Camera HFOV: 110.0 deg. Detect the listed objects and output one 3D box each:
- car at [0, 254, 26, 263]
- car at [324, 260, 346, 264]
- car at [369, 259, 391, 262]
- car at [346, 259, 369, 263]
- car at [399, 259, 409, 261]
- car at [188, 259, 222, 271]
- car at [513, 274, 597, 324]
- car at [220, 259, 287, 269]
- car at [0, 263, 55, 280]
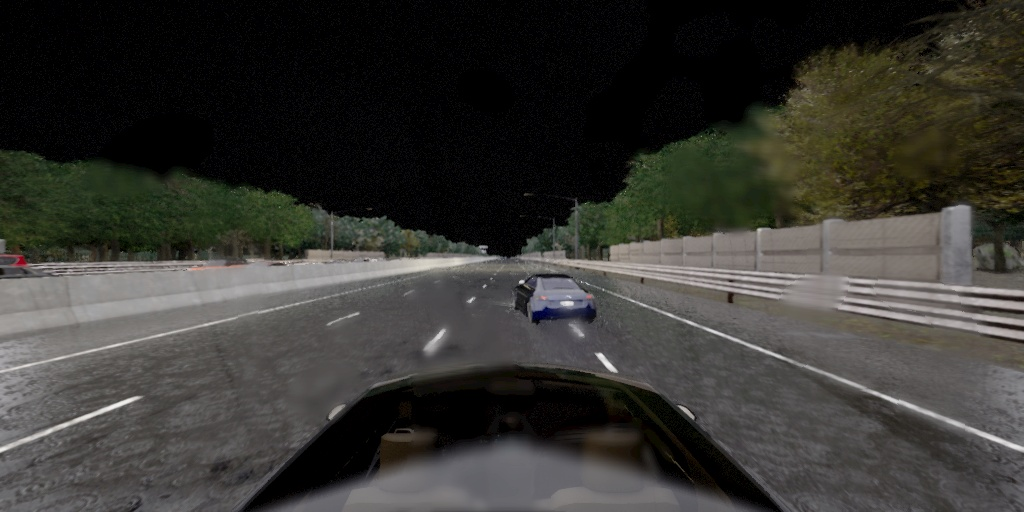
[{"bbox_3d":[-28.073,0.918,17.815,2.150,2.045,5.566,0,0,0],"label":"car"},{"bbox_3d":[-28.031,1.285,57.402,1.895,1.301,4.718,0,0,1],"label":"car"},{"bbox_3d":[-21.038,1.194,58.456,1.837,1.490,4.892,0,0,1],"label":"car"},{"bbox_3d":[-24.534,1.198,58.405,1.837,1.490,4.892,0,0,1],"label":"car"},{"bbox_3d":[-17.541,1.213,58.526,1.812,1.442,4.674,0,0,1],"label":"car"},{"bbox_3d":[-21.014,1.028,25.981,2.097,1.767,4.553,0,0,0],"label":"car"},{"bbox_3d":[1.239,1.274,11.872,1.994,1.385,4.181,0,0,-8],"label":"car"},{"bbox_3d":[-17.519,1.156,25.349,1.882,1.535,5.008,0,0,0],"label":"car"},{"bbox_3d":[-24.582,1.205,16.544,1.837,1.490,4.892,0,0,0],"label":"car"}]
